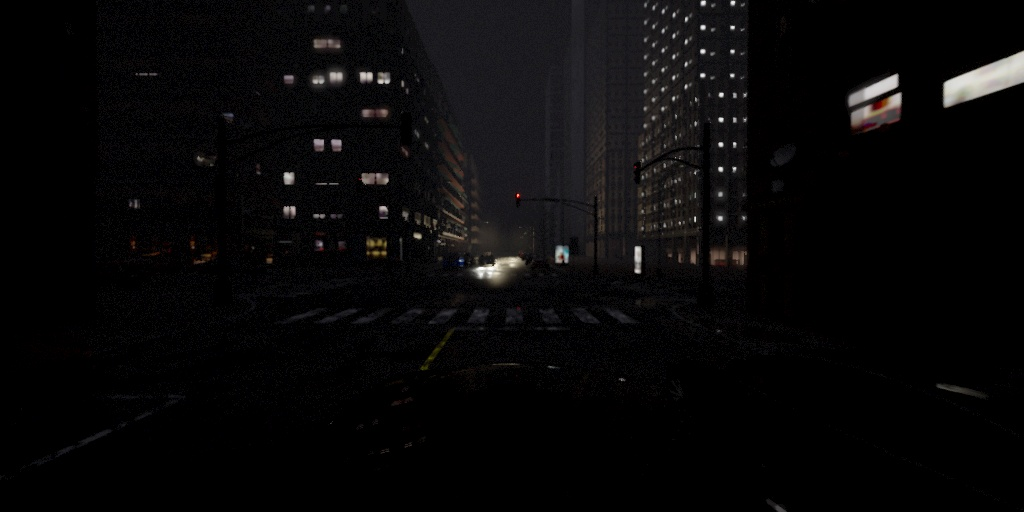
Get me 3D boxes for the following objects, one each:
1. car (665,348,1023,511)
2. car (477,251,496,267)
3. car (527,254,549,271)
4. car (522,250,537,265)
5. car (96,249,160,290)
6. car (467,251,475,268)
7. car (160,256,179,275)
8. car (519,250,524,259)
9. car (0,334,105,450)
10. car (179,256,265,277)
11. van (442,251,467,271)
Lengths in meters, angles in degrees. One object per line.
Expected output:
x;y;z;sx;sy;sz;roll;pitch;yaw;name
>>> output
2.691;1.300;2.523;1.948;1.339;4.313;0;0;0;car
-3.011;0.457;42.924;2.128;1.511;4.902;0;1;0;car
2.683;0.693;34.922;1.802;1.307;4.207;0;0;0;car
2.680;0.341;45.976;1.967;1.591;4.097;0;0;0;car
-18.776;0.517;15.362;5.009;1.841;2.192;0;0;0;car
-5.700;0.321;40.448;2.192;1.841;5.009;0;0;0;car
-24.370;0.609;23.699;4.207;1.307;1.802;0;0;0;car
2.676;0.029;62.555;1.967;1.591;4.097;0;0;0;car
-5.690;1.316;2.533;1.802;1.307;4.207;0;0;0;car
-18.800;0.673;23.742;4.313;1.339;1.948;0;0;0;car
-5.698;0.452;34.921;1.690;1.789;3.998;0;0;0;van
